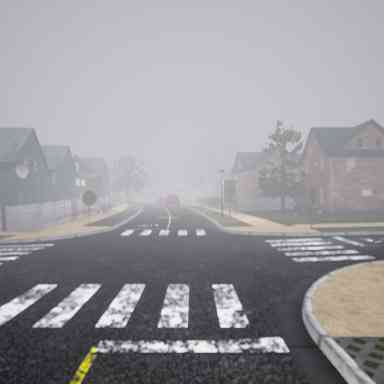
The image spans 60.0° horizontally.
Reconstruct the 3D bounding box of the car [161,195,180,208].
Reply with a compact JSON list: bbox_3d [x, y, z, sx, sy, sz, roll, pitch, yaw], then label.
[{"bbox_3d":[-3.286,1.425,53.579,2.150,2.045,5.566,0,0,-9],"label":"car"}]

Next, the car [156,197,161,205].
[{"bbox_3d":[-6.135,1.836,68.199,1.882,1.535,5.008,0,-1,-14],"label":"car"}]
